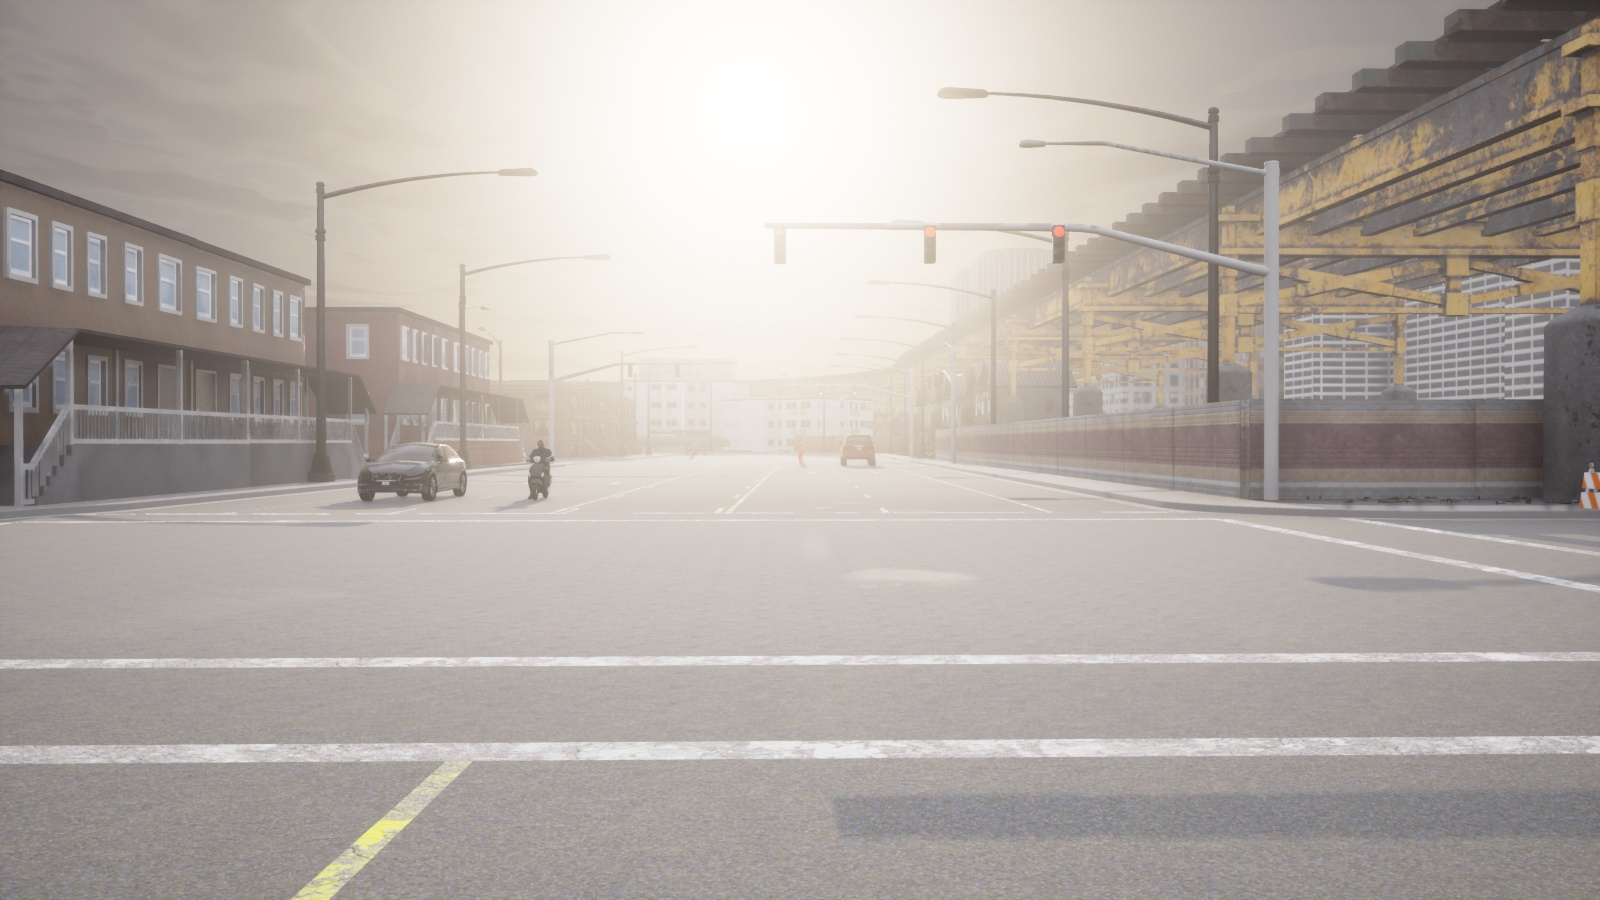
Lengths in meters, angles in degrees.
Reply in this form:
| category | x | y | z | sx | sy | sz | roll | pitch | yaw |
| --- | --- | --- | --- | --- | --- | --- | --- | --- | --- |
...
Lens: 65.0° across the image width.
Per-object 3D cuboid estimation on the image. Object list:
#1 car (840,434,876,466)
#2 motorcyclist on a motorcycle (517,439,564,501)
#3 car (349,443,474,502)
| category | x | y | z | sx | sy | sz | roll | pitch | yaw |
| --- | --- | --- | --- | --- | --- | --- | --- | --- | --- |
| car | 3.759 | 0.004 | 82.360 | 2.150 | 2.045 | 5.566 | 0 | 0 | 0 |
| motorcyclist on a motorcycle | -6.884 | 0.506 | 33.335 | 0.866 | 1.590 | 1.817 | 0 | 0 | 0 |
| car | -10.382 | 0.552 | 33.928 | 1.837 | 1.490 | 4.892 | 0 | 0 | 0 |
